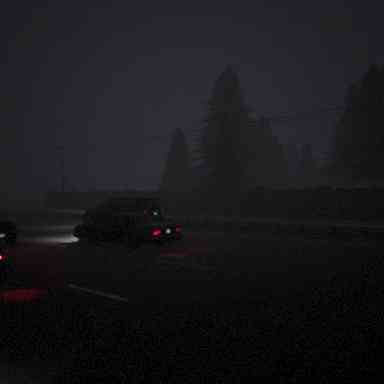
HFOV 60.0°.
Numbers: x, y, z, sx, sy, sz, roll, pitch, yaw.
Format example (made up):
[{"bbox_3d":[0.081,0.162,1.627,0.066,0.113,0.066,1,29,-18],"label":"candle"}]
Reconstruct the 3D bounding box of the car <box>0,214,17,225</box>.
[{"bbox_3d":[-9.779,1.633,15.248,4.674,1.442,1.812,0,0,36],"label":"car"}]

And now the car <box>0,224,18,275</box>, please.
[{"bbox_3d":[-7.034,1.617,8.967,5.357,1.411,2.033,0,0,36],"label":"car"}]

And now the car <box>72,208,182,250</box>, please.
[{"bbox_3d":[-2.969,1.617,14.666,5.357,1.411,2.033,0,0,36],"label":"car"}]

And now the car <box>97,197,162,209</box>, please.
[{"bbox_3d":[-4.189,1.316,19.854,5.566,2.045,2.150,-1,0,36],"label":"car"}]
